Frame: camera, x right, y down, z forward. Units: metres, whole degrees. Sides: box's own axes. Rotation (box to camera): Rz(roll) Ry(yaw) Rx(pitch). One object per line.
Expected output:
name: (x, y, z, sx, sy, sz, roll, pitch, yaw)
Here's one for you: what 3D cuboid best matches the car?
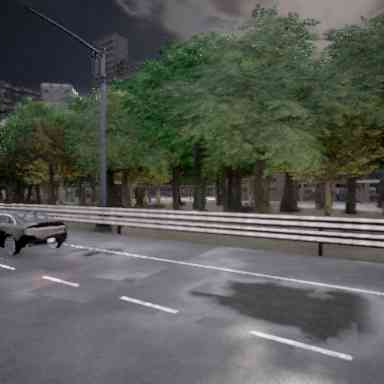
car: (-6.930, 1.492, 13.108, 4.902, 1.511, 2.128, 0, 0, 35)
